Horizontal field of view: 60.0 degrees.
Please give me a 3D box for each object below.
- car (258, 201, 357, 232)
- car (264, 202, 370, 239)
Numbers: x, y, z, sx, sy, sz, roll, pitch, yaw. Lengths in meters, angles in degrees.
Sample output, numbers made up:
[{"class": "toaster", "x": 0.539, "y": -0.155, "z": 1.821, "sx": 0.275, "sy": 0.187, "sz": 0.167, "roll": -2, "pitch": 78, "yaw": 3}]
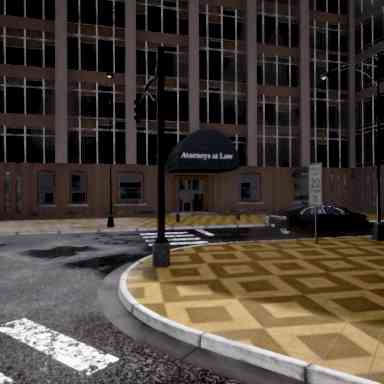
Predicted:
[{"class": "car", "x": 6.507, "y": 1.311, "z": 18.933, "sx": 4.902, "sy": 1.511, "sz": 2.128, "roll": -1, "pitch": 0, "yaw": -14}, {"class": "car", "x": 6.082, "y": 1.309, "z": 15.891, "sx": 4.902, "sy": 1.511, "sz": 2.128, "roll": 0, "pitch": 0, "yaw": -14}]
